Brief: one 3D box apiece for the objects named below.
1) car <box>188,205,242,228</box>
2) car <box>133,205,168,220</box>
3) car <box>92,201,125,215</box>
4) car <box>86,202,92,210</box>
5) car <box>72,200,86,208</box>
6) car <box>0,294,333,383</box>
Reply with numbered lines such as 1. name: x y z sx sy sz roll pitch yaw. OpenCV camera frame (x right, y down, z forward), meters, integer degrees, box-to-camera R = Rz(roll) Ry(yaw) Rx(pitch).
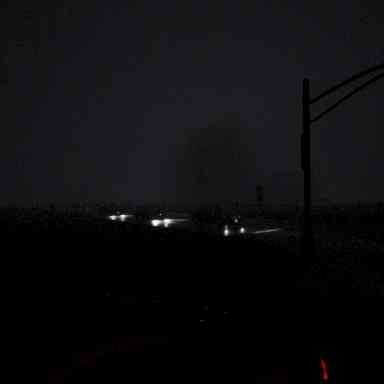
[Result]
1. car: 1.642 1.771 25.114 2.128 1.511 4.902 -1 0 -36
2. car: -4.189 1.981 33.230 1.994 1.385 4.181 -1 0 -37
3. car: -10.337 2.110 41.829 2.033 1.411 5.357 -1 0 -35
4. car: -15.409 2.190 55.221 1.837 1.490 4.892 -1 0 -36
5. car: -21.453 2.321 63.655 2.128 1.511 4.902 -1 0 -36
6. car: -0.868 1.564 2.285 4.181 1.385 1.994 0 0 -34
